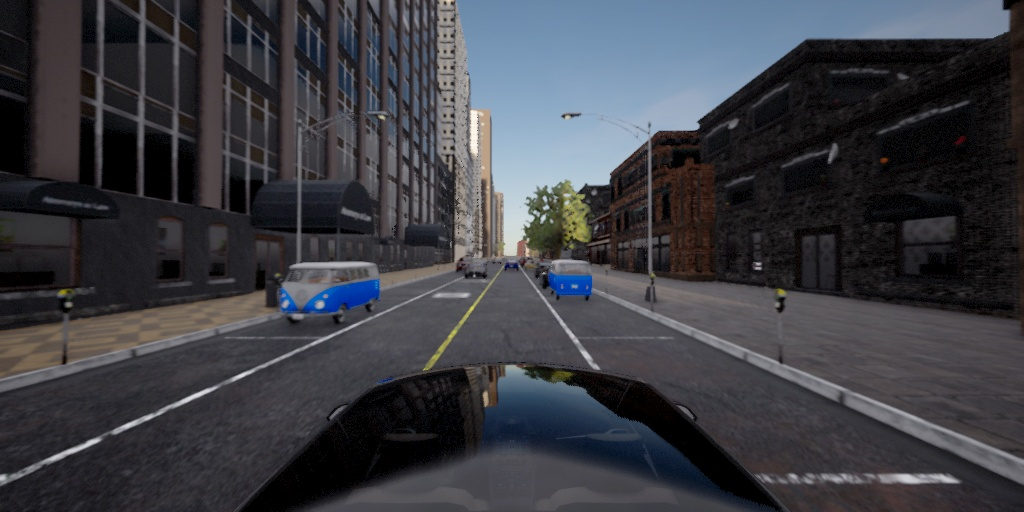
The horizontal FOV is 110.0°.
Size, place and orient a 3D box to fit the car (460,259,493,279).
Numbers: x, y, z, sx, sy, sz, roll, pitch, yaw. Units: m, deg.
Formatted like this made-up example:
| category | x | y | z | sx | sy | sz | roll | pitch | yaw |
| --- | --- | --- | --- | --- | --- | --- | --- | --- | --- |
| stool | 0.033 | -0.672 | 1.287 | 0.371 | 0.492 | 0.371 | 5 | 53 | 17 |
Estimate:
| category | x | y | z | sx | sy | sz | roll | pitch | yaw |
| --- | --- | --- | --- | --- | --- | --- | --- | --- | --- |
| car | -3.134 | 1.274 | 32.477 | 2.033 | 1.411 | 5.357 | 0 | 0 | 0 |

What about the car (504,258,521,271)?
| category | x | y | z | sx | sy | sz | roll | pitch | yaw |
| --- | --- | --- | --- | --- | --- | --- | --- | --- | --- |
| car | -0.036 | 1.183 | 49.269 | 1.882 | 1.535 | 5.008 | 0 | 0 | 0 |

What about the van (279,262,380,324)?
| category | x | y | z | sx | sy | sz | roll | pitch | yaw |
| --- | --- | --- | --- | --- | --- | --- | --- | --- | --- |
| van | -5.701 | 1.085 | 11.644 | 1.690 | 1.789 | 3.998 | 0 | 0 | 0 |

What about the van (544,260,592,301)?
| category | x | y | z | sx | sy | sz | roll | pitch | yaw |
| --- | --- | --- | --- | --- | --- | --- | --- | --- | --- |
| van | 2.673 | 1.082 | 17.202 | 1.690 | 1.789 | 3.998 | 0 | 0 | 0 |

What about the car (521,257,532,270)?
| category | x | y | z | sx | sy | sz | roll | pitch | yaw |
| --- | --- | --- | --- | --- | --- | --- | --- | --- | --- |
| car | 2.632 | 1.229 | 50.650 | 1.751 | 1.417 | 4.829 | 0 | 0 | 0 |

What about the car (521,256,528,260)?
| category | x | y | z | sx | sy | sz | roll | pitch | yaw |
| --- | --- | --- | --- | --- | --- | --- | --- | --- | --- |
| car | 2.618 | 1.001 | 61.572 | 2.192 | 1.841 | 5.009 | 0 | 0 | 0 |

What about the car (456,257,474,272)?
| category | x | y | z | sx | sy | sz | roll | pitch | yaw |
| --- | --- | --- | --- | --- | --- | --- | --- | --- | --- |
| car | -5.742 | 1.026 | 44.922 | 2.192 | 1.841 | 5.009 | 0 | 0 | 0 |

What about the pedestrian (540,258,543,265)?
| category | x | y | z | sx | sy | sz | roll | pitch | yaw |
| --- | --- | --- | --- | --- | --- | --- | --- | --- | --- |
| pedestrian | 2.958 | 1.017 | 36.189 | 0.375 | 1.860 | 0.375 | 1 | -1 | -4 |

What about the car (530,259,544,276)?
| category | x | y | z | sx | sy | sz | roll | pitch | yaw |
| --- | --- | --- | --- | --- | --- | --- | --- | --- | --- |
| car | 2.962 | 1.232 | 33.231 | 1.837 | 1.490 | 4.892 | 0 | 0 | 0 |

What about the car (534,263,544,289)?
| category | x | y | z | sx | sy | sz | roll | pitch | yaw |
| --- | --- | --- | --- | --- | --- | --- | --- | --- | --- |
| car | 2.666 | 1.303 | 22.748 | 1.948 | 1.339 | 4.313 | 0 | 0 | 0 |
